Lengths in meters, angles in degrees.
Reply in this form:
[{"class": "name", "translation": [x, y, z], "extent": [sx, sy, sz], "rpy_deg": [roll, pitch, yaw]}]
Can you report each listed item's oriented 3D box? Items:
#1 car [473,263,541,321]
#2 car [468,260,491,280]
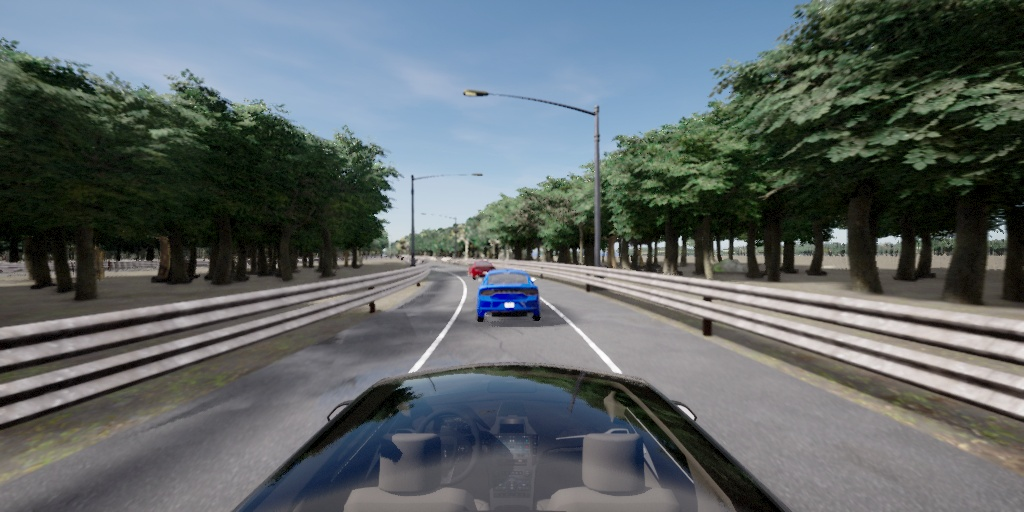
[{"class": "car", "translation": [-0.177, 1.189, 12.343], "extent": [1.882, 1.535, 5.008], "rpy_deg": [0, 0, -3]}, {"class": "car", "translation": [-2.591, 1.127, 30.243], "extent": [1.882, 1.535, 5.008], "rpy_deg": [0, 0, -12]}]
